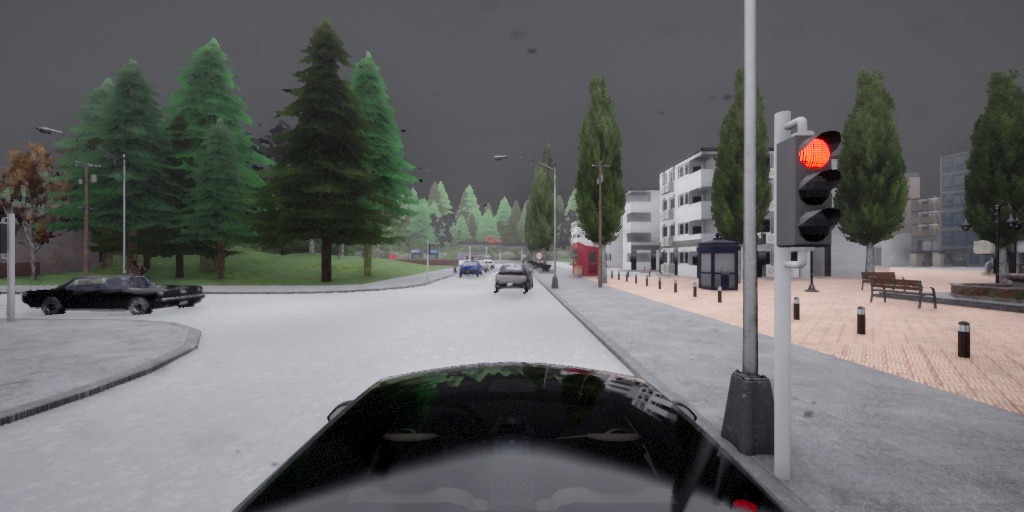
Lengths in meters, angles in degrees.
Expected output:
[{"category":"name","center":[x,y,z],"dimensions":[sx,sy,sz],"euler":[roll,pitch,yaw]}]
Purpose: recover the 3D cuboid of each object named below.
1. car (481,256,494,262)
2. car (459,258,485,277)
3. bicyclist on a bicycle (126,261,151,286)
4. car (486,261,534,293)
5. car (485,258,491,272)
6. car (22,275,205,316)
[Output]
[{"category":"car","center":[-4.012,0.971,56.410],"dimensions":[2.150,2.045,5.566],"euler":[0,0,0]},{"category":"car","center":[-4.081,1.228,35.850],"dimensions":[1.882,1.535,5.008],"euler":[0,0,0]},{"category":"bicyclist on a bicycle","center":[-22.132,1.099,21.162],"dimensions":[0.582,1.620,1.656],"euler":[0,0,0]},{"category":"car","center":[0.156,1.241,20.572],"dimensions":[2.128,1.511,4.902],"euler":[0,0,6]},{"category":"car","center":[-4.059,1.276,46.011],"dimensions":[1.812,1.442,4.674],"euler":[0,0,0]},{"category":"car","center":[-13.899,1.351,12.755],"dimensions":[4.718,1.301,1.895],"euler":[0,0,0]}]
